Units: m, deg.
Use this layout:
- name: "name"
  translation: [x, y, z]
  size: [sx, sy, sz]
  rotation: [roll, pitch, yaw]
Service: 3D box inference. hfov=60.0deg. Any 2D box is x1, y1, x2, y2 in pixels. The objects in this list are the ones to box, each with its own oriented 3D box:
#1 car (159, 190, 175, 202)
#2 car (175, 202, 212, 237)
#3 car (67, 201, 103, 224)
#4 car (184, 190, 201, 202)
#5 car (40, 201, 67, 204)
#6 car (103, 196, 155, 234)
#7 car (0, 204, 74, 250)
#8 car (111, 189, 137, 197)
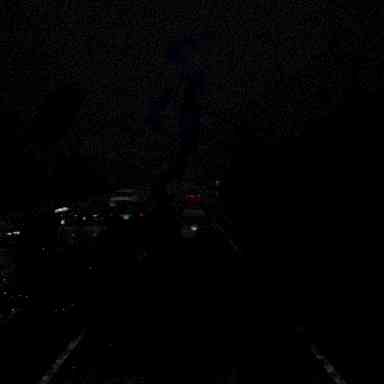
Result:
- name: "car"
  translation: [-3.388, 0.498, 45.094]
  size: [1.882, 1.535, 5.008]
  rotation: [0, 3, 0]
- name: "car"
  translation: [0.091, 1.509, 17.843]
  size: [1.812, 1.442, 4.674]
  rotation: [0, 0, 0]
- name: "car"
  translation: [-7.085, 1.449, 24.264]
  size: [1.837, 1.490, 4.892]
  rotation: [0, 1, 0]
- name: "car"
  translation: [0.110, 0.514, 42.388]
  size: [2.097, 1.767, 4.553]
  rotation: [0, 3, 0]
- name: "car"
  translation: [-10.580, 1.437, 24.950]
  size: [1.837, 1.490, 4.892]
  rotation: [0, 1, 0]
- name: "car"
  translation: [-3.395, 1.334, 19.276]
  size: [2.097, 1.767, 4.553]
  rotation: [0, 0, 0]
- name: "car"
  translation: [-7.095, 1.478, 14.173]
  size: [2.128, 1.511, 4.902]
  rotation: [0, 0, 0]
- name: "car"
  translation: [-7.037, 0.794, 34.573]
  size: [2.150, 2.045, 5.566]
  rotation: [0, 3, 0]
